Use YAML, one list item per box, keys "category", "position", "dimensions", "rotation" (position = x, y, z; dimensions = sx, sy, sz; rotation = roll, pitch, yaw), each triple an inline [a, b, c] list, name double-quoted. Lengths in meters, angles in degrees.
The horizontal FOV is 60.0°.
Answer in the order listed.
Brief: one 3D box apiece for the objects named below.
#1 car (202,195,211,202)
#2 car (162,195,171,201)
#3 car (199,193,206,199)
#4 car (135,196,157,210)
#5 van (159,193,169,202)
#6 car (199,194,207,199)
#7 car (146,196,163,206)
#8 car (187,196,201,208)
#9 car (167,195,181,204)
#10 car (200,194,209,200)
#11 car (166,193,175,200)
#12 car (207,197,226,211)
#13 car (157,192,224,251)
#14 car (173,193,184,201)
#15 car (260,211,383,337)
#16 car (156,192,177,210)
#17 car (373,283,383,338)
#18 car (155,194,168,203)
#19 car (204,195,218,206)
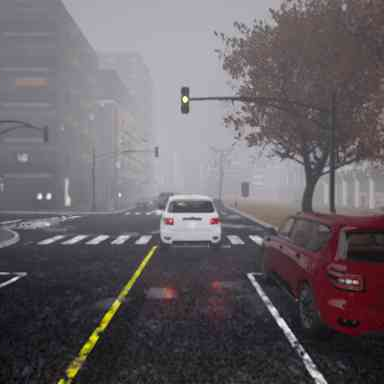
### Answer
- category: "car"
  position: [2.874, 1.252, 66.540]
  dimensions: [1.802, 1.307, 4.206]
  rotation: [0, 0, 0]
- category: "car"
  position: [-5.491, 1.228, 72.096]
  dimensions: [1.802, 1.307, 4.206]
  rotation: [0, 0, 0]
- category: "car"
  position: [2.950, 1.110, 94.204]
  dimensions: [2.008, 1.369, 4.403]
  rotation: [0, 0, 0]
- category: "car"
  position: [-5.582, 1.345, 38.900]
  dimensions: [2.008, 1.369, 4.403]
  rotation: [0, 0, 0]
- category: "van"
  position: [-5.506, 1.011, 66.563]
  dimensions: [1.690, 1.788, 3.998]
  rotation: [0, 0, 0]
- category: "car"
  position: [2.934, 1.125, 88.671]
  dimensions: [1.887, 1.381, 4.507]
  rotation: [0, 0, 0]
- category: "car"
  position: [-5.552, 1.293, 49.966]
  dimensions: [2.008, 1.369, 4.403]
  rotation: [0, 0, 0]
- category: "car"
  position: [0.209, 1.292, 44.653]
  dimensions: [1.812, 1.442, 4.674]
  rotation: [0, 0, 0]
- category: "car"
  position: [-2.915, 1.228, 54.735]
  dimensions: [1.837, 1.490, 4.892]
  rotation: [0, 0, 1]
- category: "car"
  position: [2.905, 1.148, 77.776]
  dimensions: [1.752, 1.417, 4.829]
  rotation: [0, 0, 0]
- category: "car"
  position: [-5.461, 1.041, 83.161]
  dimensions: [1.967, 1.590, 4.097]
  rotation: [0, 0, 0]
- category: "car"
  position: [2.798, 1.339, 38.877]
  dimensions: [1.887, 1.381, 4.507]
  rotation: [0, 0, 0]
- category: "car"
  position: [-0.189, 1.144, 13.807]
  dimensions: [2.150, 2.045, 5.566]
  rotation: [0, 0, -4]
- category: "car"
  position: [-2.806, 1.003, 70.491]
  dimensions: [2.097, 1.767, 4.553]
  rotation: [0, 0, 0]
- category: "car"
  position: [2.711, 1.278, 6.489]
  dimensions: [2.192, 1.841, 5.009]
  rotation: [0, 0, 0]
- category: "car"
  position: [-2.979, 1.008, 40.642]
  dimensions: [2.150, 2.045, 5.566]
  rotation: [0, 0, 0]
- category: "car"
  position: [2.695, 1.560, 0.967]
  dimensions: [1.947, 1.339, 4.313]
  rotation: [0, 0, 0]
- category: "car"
  position: [-5.521, 1.134, 61.031]
  dimensions: [1.967, 1.590, 4.097]
  rotation: [0, 0, 0]
- category: "car"
  position: [2.829, 1.267, 50.113]
  dimensions: [1.752, 1.417, 4.829]
  rotation: [0, 0, 0]
